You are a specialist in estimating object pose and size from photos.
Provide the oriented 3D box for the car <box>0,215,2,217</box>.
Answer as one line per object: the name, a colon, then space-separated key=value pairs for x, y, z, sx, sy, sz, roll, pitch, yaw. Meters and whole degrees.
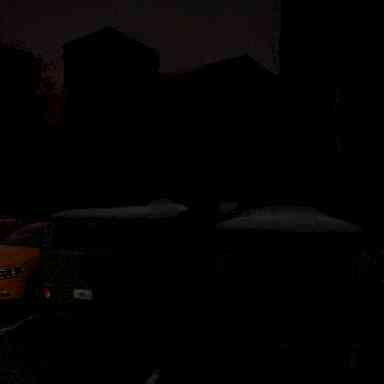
car: x=-5.966 y=1.470 z=10.426 sx=1.946 sy=1.575 sz=5.366 roll=0 pitch=0 yaw=15

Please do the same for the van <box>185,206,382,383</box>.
van: x=1.424 y=1.251 z=5.261 sx=1.878 sy=1.987 sz=4.442 roll=0 pitch=-1 yaw=15

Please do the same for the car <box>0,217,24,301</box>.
car: x=-3.535 y=1.478 z=8.548 sx=2.097 sy=1.535 sz=5.008 roll=1 pitch=0 yaw=15

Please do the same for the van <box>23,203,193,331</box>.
van: x=-1.048 y=1.252 z=6.963 sx=1.878 sy=1.987 sz=4.442 roll=0 pitch=-1 yaw=15
